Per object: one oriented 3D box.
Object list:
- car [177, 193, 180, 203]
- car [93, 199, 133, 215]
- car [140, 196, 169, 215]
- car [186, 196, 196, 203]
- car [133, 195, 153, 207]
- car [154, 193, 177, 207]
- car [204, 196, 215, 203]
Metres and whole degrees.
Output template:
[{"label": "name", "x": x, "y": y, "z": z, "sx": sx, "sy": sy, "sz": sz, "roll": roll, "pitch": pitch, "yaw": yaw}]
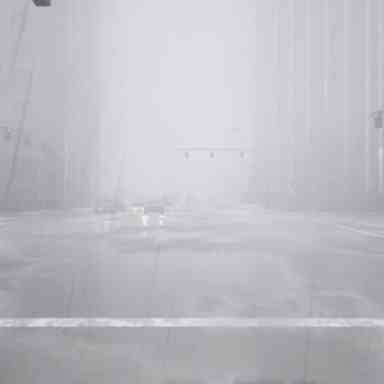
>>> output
[{"label": "car", "x": -3.635, "y": 1.137, "z": 65.445, "sx": 2.150, "sy": 2.045, "sz": 5.566, "roll": 0, "pitch": 0, "yaw": 0}, {"label": "car", "x": -7.841, "y": 1.397, "z": 32.247, "sx": 2.128, "sy": 1.511, "sz": 4.902, "roll": 0, "pitch": 0, "yaw": 9}, {"label": "car", "x": -3.663, "y": 1.409, "z": 32.993, "sx": 1.837, "sy": 1.490, "sz": 4.892, "roll": 0, "pitch": 0, "yaw": 0}, {"label": "car", "x": -0.136, "y": 1.409, "z": 65.930, "sx": 1.895, "sy": 1.301, "sz": 4.718, "roll": 0, "pitch": 0, "yaw": 0}, {"label": "car", "x": -7.182, "y": 1.427, "z": 46.910, "sx": 1.994, "sy": 1.385, "sz": 4.181, "roll": 0, "pitch": 0, "yaw": 0}, {"label": "car", "x": -3.682, "y": 1.215, "z": 47.161, "sx": 2.097, "sy": 1.767, "sz": 4.553, "roll": 0, "pitch": 0, "yaw": 0}, {"label": "car", "x": 3.365, "y": 1.410, "z": 65.397, "sx": 1.895, "sy": 1.301, "sz": 4.718, "roll": 0, "pitch": 0, "yaw": 0}]
